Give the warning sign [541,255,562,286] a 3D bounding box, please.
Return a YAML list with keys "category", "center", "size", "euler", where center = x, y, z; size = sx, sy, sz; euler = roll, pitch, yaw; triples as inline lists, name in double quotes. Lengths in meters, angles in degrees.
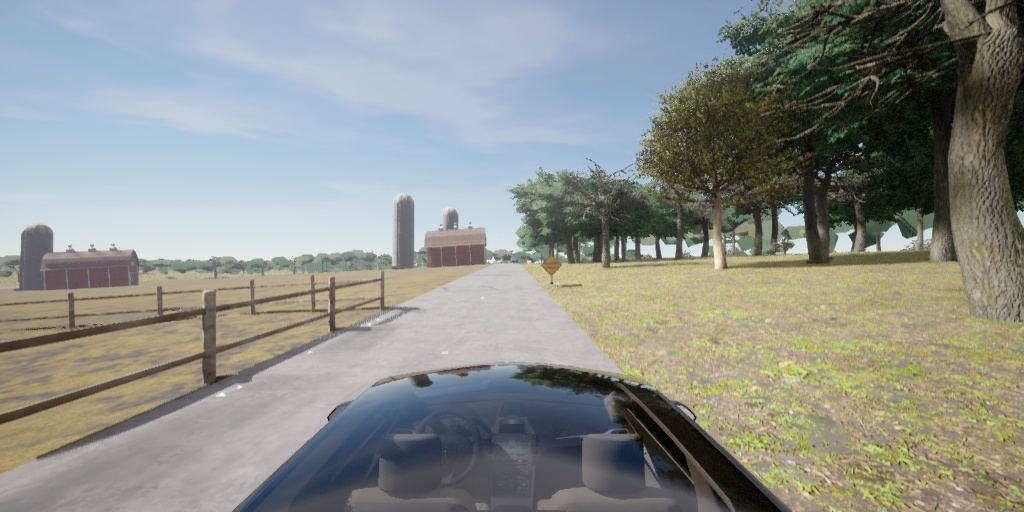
- category: "warning sign"
  center: [2.450, 0.859, 22.003]
  size: [1.300, 1.860, 1.060]
  euler: [0, 0, 0]
